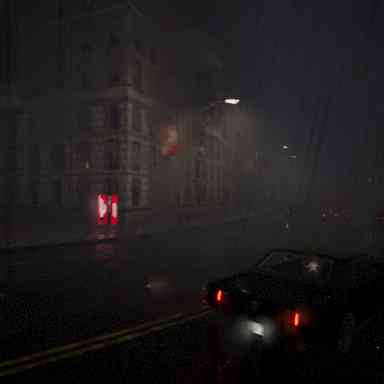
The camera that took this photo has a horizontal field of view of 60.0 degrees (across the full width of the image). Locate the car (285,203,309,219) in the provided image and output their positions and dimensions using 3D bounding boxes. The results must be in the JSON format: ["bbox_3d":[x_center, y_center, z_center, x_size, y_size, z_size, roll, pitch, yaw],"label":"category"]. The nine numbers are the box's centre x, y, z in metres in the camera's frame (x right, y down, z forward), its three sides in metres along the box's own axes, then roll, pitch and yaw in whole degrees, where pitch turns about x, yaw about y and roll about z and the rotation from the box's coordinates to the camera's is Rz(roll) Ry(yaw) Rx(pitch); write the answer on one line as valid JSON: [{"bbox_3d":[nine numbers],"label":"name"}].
[{"bbox_3d":[10.682,1.886,33.509,1.812,1.442,4.674,0,-1,23],"label":"car"}]

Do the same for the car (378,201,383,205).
[{"bbox_3d":[28.978,2.133,49.738,2.128,1.511,4.902,0,-1,23],"label":"car"}]

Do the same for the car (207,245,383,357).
[{"bbox_3d":[2.534,1.672,6.239,4.718,1.301,1.895,1,-1,-44],"label":"car"}]

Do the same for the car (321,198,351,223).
[{"bbox_3d":[13.030,1.575,30.100,2.150,2.045,5.566,0,-1,23],"label":"car"}]

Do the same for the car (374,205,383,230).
[{"bbox_3d":[13.735,1.862,22.875,1.994,1.385,4.181,0,-1,25],"label":"car"}]
